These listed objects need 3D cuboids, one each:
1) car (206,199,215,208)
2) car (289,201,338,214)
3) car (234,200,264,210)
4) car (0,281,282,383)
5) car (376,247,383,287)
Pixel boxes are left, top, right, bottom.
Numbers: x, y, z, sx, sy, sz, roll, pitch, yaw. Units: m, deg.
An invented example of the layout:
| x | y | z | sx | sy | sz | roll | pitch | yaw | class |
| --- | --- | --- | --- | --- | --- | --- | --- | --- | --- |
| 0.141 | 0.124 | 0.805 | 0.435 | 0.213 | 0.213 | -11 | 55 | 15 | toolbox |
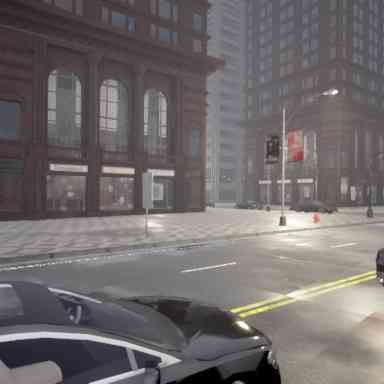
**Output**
| x | y | z | sx | sy | sz | roll | pitch | yaw | class |
| --- | --- | --- | --- | --- | --- | --- | --- | --- | --- |
| 1.690 | 1.745 | 53.780 | 1.882 | 1.535 | 5.008 | 1 | -1 | -35 | car |
| 13.478 | 1.722 | 37.188 | 2.033 | 1.411 | 5.357 | 1 | -1 | -35 | car |
| 7.720 | 1.783 | 45.289 | 1.994 | 1.385 | 4.181 | 1 | -1 | -35 | car |
| -1.387 | 1.492 | 2.450 | 4.902 | 1.511 | 2.128 | 0 | 0 | -36 | car |
| 6.227 | 1.515 | 7.874 | 4.892 | 1.490 | 1.837 | 0 | 0 | -35 | car |
